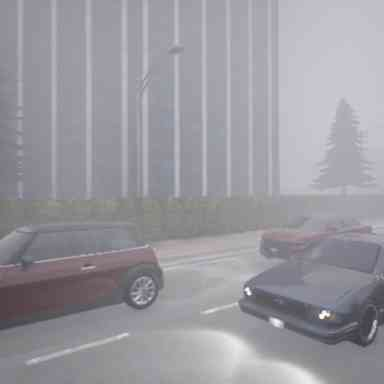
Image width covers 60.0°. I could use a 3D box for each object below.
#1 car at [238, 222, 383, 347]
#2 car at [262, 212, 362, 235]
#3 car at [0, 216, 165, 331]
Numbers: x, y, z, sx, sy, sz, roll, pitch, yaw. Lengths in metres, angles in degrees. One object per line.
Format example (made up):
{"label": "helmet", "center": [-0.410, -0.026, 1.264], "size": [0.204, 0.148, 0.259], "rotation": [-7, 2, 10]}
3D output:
{"label": "car", "center": [3.382, 1.568, 6.584], "size": [5.357, 1.411, 2.033], "rotation": [0, 0, -37]}
{"label": "car", "center": [4.525, 1.519, 11.837], "size": [5.008, 1.535, 1.882], "rotation": [0, 0, -37]}
{"label": "car", "center": [-2.833, 1.396, 6.273], "size": [4.553, 1.767, 2.097], "rotation": [0, 0, -37]}
